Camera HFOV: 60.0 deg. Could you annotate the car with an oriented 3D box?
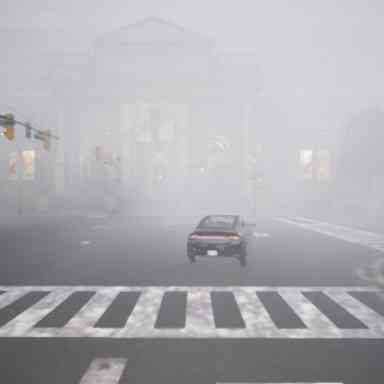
[{"bbox_3d":[1.191,1.562,11.982,2.128,1.511,4.902,0,0,14],"label":"car"}]
